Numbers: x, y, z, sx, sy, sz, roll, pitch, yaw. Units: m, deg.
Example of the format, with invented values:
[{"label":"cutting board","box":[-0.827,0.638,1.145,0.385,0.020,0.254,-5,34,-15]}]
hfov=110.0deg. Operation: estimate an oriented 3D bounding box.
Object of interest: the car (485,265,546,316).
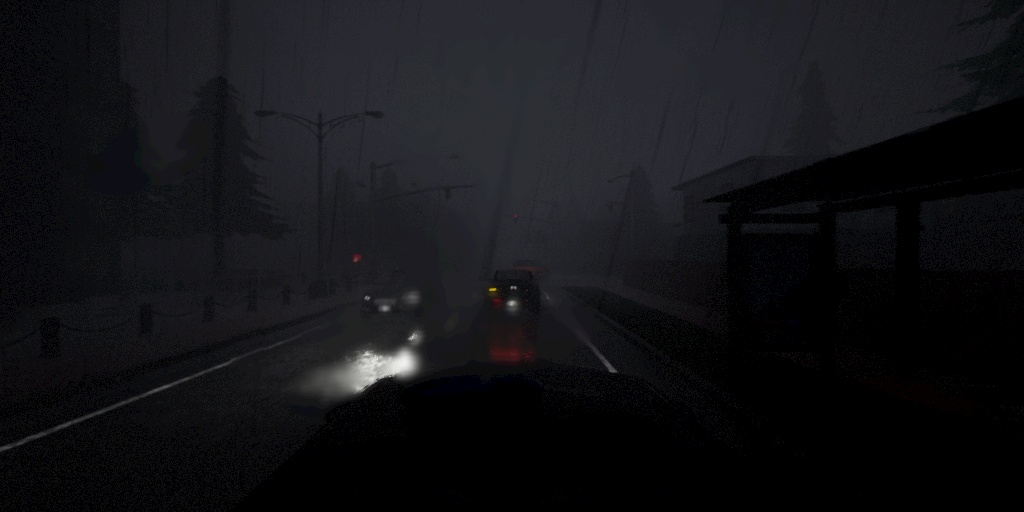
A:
[{"label":"car","box":[0.059,1.222,13.285,1.837,1.490,4.892,0,0,1]}]

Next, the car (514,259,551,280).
[{"label":"car","box":[1.444,1.029,27.260,2.097,1.767,4.553,0,0,21]}]

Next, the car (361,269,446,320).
[{"label":"car","box":[-3.573,1.213,12.566,2.128,1.511,4.902,0,0,0]}]
